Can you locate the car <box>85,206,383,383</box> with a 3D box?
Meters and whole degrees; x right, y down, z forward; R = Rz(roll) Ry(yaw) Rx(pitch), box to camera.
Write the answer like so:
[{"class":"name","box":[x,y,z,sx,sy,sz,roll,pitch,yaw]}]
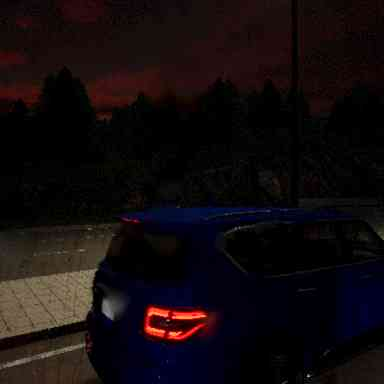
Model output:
[{"class":"car","box":[1.381,1.219,4.731,5.566,2.045,2.150,0,0,-36]}]
